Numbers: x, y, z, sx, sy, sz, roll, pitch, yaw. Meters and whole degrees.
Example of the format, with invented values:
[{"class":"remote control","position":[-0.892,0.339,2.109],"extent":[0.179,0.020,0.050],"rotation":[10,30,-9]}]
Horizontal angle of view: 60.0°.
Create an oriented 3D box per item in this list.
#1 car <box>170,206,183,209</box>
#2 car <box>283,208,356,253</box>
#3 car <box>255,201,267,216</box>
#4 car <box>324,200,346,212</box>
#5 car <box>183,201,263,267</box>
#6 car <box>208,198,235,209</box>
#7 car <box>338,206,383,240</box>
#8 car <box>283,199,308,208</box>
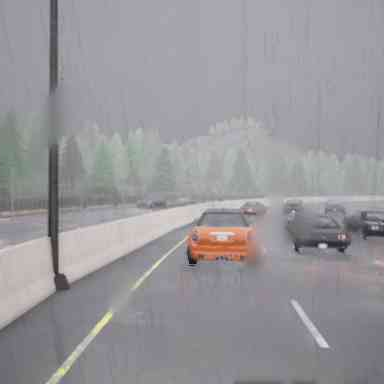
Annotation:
[{"class":"car","position":[-1.204,1.432,41.958],"extent":[1.812,1.442,4.674],"rotation":[0,0,25]},{"class":"car","position":[4.939,1.586,13.796],"extent":[1.895,1.301,4.718],"rotation":[0,0,9]},{"class":"car","position":[5.575,1.516,30.104],"extent":[1.994,1.385,4.181],"rotation":[0,0,19]},{"class":"car","position":[14.391,1.498,33.523],"extent":[1.812,1.442,4.674],"rotation":[0,0,23]},{"class":"car","position":[1.116,1.330,11.598],"extent":[2.097,1.767,4.553],"rotation":[0,0,7]},{"class":"car","position":[4.077,1.517,44.956],"extent":[1.895,1.301,4.718],"rotation":[0,0,27]},{"class":"car","position":[9.015,1.593,16.626],"extent":[1.895,1.301,4.718],"rotation":[0,0,11]},{"class":"car","position":[9.608,1.468,30.994],"extent":[1.837,1.490,4.892],"rotation":[0,0,20]}]
